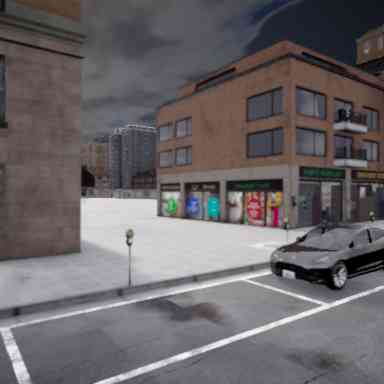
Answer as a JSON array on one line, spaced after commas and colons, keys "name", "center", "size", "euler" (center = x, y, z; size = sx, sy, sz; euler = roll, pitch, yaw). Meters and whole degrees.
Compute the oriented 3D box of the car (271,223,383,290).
[{"name": "car", "center": [4.057, 1.570, 9.103], "size": [4.313, 1.339, 1.947], "euler": [0, 0, -35]}]
